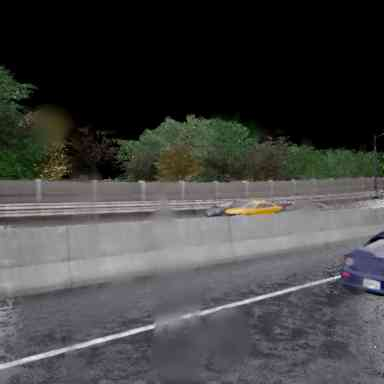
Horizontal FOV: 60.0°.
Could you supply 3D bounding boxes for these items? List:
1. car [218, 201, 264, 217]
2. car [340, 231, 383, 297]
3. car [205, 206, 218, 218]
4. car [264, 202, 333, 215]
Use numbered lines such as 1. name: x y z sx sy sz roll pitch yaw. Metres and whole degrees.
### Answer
1. car: 4.631 1.440 24.490 5.008 1.535 1.882 -1 0 -35
2. car: 5.162 1.520 7.427 4.674 1.442 1.812 0 0 -35
3. car: 3.260 1.481 27.811 4.674 1.442 1.812 -1 0 -35
4. car: 7.444 1.446 22.198 4.902 1.511 2.128 -1 0 -35
